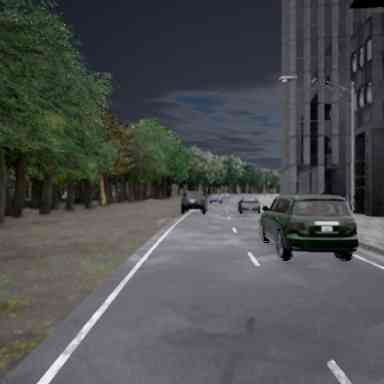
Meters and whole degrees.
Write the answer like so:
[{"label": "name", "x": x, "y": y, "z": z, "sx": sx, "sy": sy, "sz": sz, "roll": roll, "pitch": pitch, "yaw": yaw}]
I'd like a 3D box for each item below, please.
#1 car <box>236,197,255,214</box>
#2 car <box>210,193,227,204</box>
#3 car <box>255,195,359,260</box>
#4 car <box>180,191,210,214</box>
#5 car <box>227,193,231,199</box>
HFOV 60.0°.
[{"label": "car", "x": 5.154, "y": 1.155, "z": 30.439, "sx": 2.128, "sy": 1.511, "sz": 4.902, "roll": 0, "pitch": 1, "yaw": 5}, {"label": "car", "x": 3.583, "y": 0.958, "z": 48.675, "sx": 2.033, "sy": 1.411, "sz": 5.357, "roll": 0, "pitch": 1, "yaw": 9}, {"label": "car", "x": 3.901, "y": 1.100, "z": 12.021, "sx": 2.150, "sy": 2.045, "sz": 5.566, "roll": 0, "pitch": 1, "yaw": 2}, {"label": "car", "x": 0.259, "y": 0.888, "z": 30.428, "sx": 2.150, "sy": 2.045, "sz": 5.566, "roll": 0, "pitch": 1, "yaw": 5}, {"label": "car", "x": 6.497, "y": 0.751, "z": 65.507, "sx": 1.895, "sy": 1.301, "sz": 4.718, "roll": 0, "pitch": 1, "yaw": 12}]
